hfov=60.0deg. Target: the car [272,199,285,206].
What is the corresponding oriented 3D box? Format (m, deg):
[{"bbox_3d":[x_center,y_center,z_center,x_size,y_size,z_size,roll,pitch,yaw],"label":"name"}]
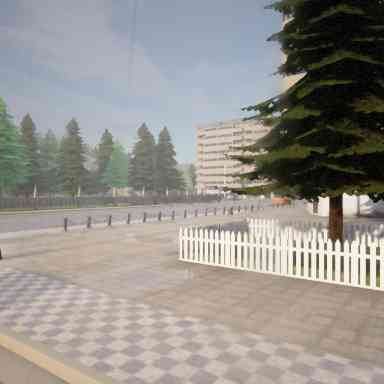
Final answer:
[{"bbox_3d":[15.370,1.352,56.721,2.097,1.767,4.553,0,0,36],"label":"car"}]
